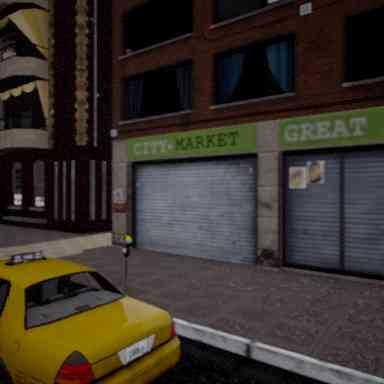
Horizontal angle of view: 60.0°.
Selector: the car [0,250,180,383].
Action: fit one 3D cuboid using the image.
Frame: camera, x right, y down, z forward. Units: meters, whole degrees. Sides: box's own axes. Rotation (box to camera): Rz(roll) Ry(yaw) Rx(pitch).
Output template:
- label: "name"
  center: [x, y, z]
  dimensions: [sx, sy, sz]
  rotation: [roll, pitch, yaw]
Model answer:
- label: "car"
  center: [-2.419, 1.495, 4.600]
  dimensions: [4.829, 1.417, 1.752]
  rotation: [0, 0, 35]
